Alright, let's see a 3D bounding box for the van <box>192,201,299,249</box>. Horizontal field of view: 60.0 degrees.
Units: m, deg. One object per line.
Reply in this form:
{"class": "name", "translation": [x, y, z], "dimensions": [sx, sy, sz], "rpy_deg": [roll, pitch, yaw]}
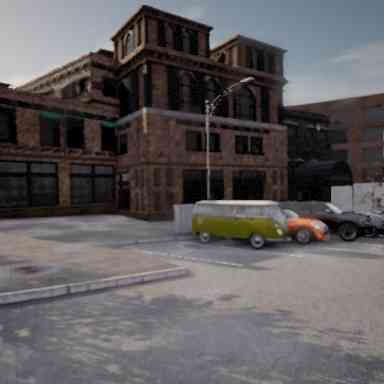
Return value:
{"class": "van", "translation": [2.220, 1.378, 15.037], "dimensions": [4.442, 1.987, 1.878], "rpy_deg": [0, -1, 34]}

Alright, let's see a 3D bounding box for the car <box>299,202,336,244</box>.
{"class": "car", "translation": [4.523, 1.555, 16.869], "dimensions": [4.553, 1.767, 2.185], "rpy_deg": [0, -2, 34]}

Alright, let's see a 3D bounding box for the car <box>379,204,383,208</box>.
{"class": "car", "translation": [14.274, 1.939, 23.835], "dimensions": [4.553, 1.767, 2.185], "rpy_deg": [0, -2, 34]}

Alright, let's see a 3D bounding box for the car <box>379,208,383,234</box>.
{"class": "car", "translation": [9.373, 1.890, 20.360], "dimensions": [4.792, 1.488, 2.163], "rpy_deg": [0, -2, 34]}

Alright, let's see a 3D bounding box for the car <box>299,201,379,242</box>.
{"class": "car", "translation": [7.005, 1.517, 18.595], "dimensions": [5.566, 2.045, 2.435], "rpy_deg": [0, -2, 34]}
